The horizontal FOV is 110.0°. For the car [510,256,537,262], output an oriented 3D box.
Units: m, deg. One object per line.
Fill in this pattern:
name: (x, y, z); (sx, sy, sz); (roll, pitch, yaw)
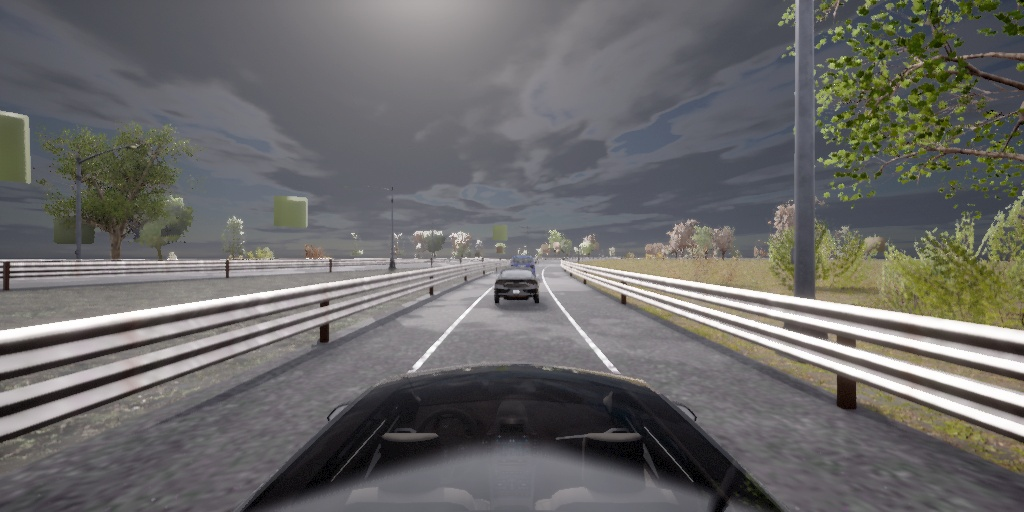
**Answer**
car: (0.998, 1.011, 31.385); (2.150, 2.045, 5.566); (0, 0, 4)

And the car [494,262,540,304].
car: (0.249, 1.235, 16.431); (1.882, 1.535, 5.008); (0, 0, 2)
